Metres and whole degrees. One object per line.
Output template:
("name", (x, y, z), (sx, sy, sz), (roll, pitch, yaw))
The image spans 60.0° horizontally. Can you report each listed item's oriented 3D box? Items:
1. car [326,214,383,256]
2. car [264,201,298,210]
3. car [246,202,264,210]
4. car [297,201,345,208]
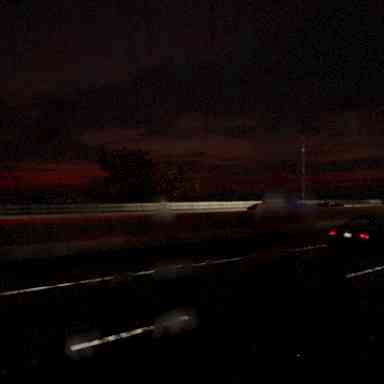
("car", (7.691, 1.624, 13.528), (5.357, 1.411, 2.033), (0, 0, -35))
("car", (9.634, 1.618, 32.351), (5.008, 1.535, 1.882), (0, 0, -35))
("car", (7.676, 1.705, 35.252), (4.181, 1.385, 1.994), (0, 0, -35))
("car", (11.924, 1.647, 29.685), (4.892, 1.490, 1.837), (0, 0, -35))
